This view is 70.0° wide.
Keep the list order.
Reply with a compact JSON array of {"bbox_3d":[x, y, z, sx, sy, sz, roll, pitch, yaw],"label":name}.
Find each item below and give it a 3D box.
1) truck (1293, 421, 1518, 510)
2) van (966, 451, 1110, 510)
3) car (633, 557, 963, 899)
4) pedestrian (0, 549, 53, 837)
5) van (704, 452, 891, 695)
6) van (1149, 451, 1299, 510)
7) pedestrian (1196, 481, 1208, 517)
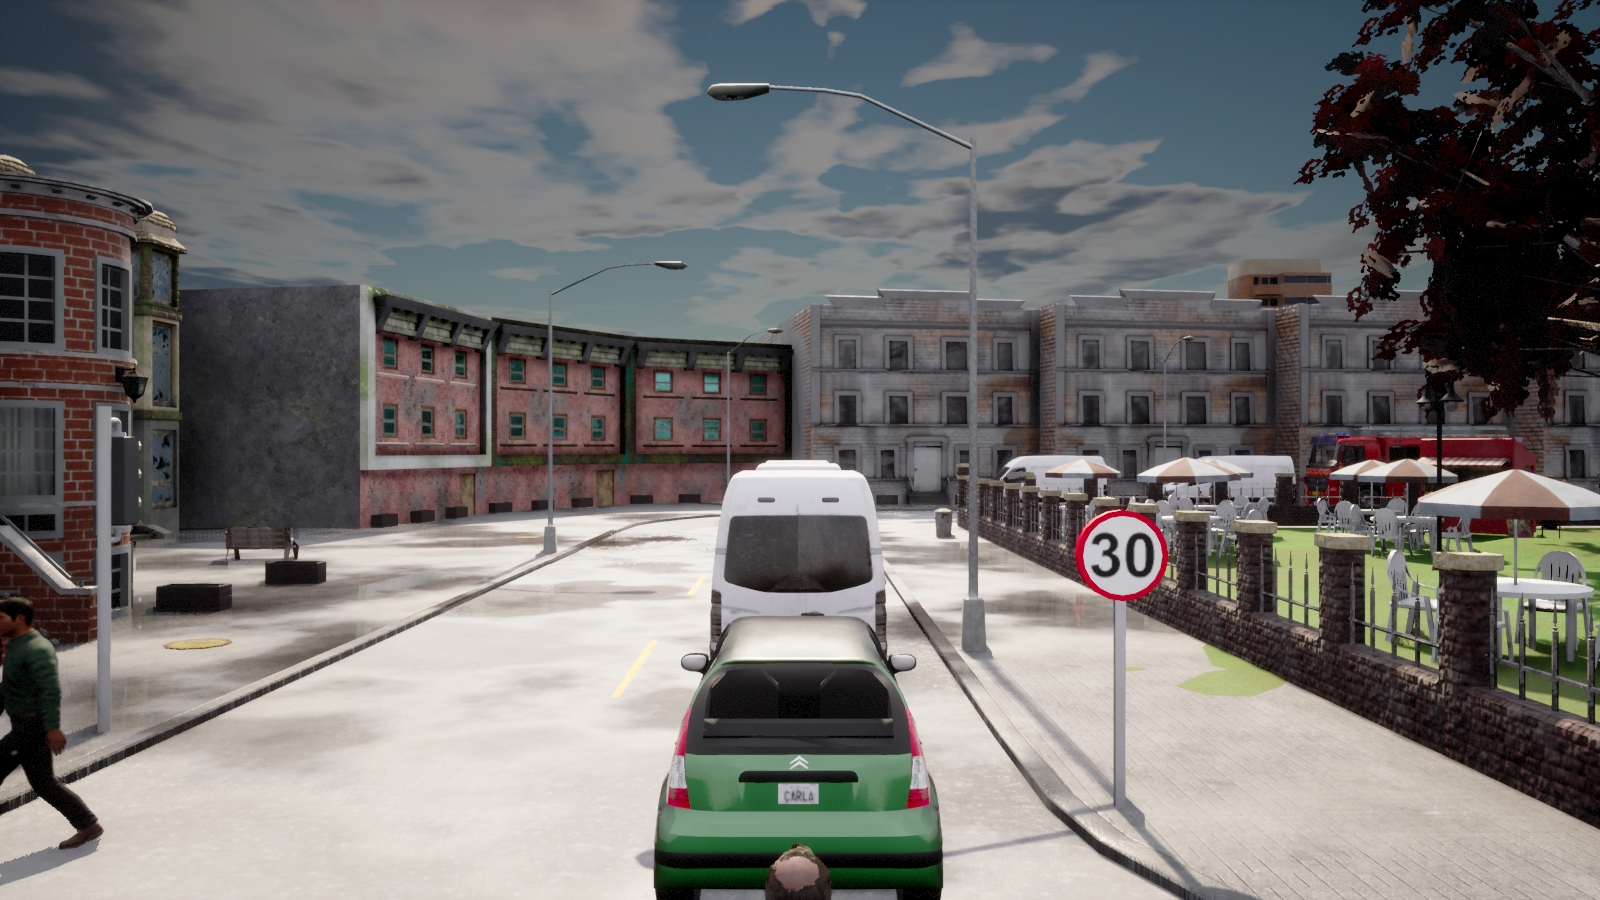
[{"bbox_3d":[26.739,0.670,50.713,8.468,3.827,2.891,0,0,0],"label":"truck"},{"bbox_3d":[10.433,1.315,50.429,5.915,2.561,1.988,0,0,0],"label":"van"},{"bbox_3d":[-0.015,1.779,8.404,1.851,1.617,3.988,0,0,0],"label":"car"},{"bbox_3d":[-5.319,1.629,7.765,0.375,1.860,0.375,0,0,-38],"label":"pedestrian"},{"bbox_3d":[-0.025,1.315,15.105,1.988,2.561,5.915,0,0,0],"label":"van"},{"bbox_3d":[18.656,1.314,50.452,5.915,2.561,1.988,0,0,0],"label":"van"},{"bbox_3d":[14.860,1.805,42.265,0.375,1.300,0.375,0,0,14],"label":"pedestrian"}]
